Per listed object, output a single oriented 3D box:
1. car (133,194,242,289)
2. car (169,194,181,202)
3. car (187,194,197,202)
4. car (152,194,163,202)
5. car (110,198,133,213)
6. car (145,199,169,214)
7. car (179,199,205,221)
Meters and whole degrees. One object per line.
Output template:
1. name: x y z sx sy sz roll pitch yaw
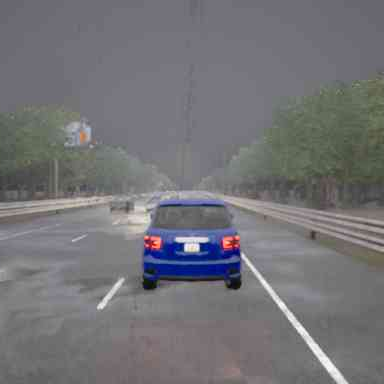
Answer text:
1. car: -0.003 1.164 9.118 2.150 2.045 5.566 0 0 0
2. car: -3.438 1.102 67.619 2.128 1.511 4.902 0 0 0
3. car: 0.061 1.175 67.584 1.994 1.385 4.181 0 0 0
4. car: -6.937 1.140 67.260 1.812 1.442 4.674 0 0 0
5. car: -6.982 1.312 33.740 2.128 1.511 4.902 0 0 0
6. car: -3.487 1.422 33.624 1.895 1.301 4.718 0 0 0
7. car: -0.010 1.361 26.595 1.837 1.490 4.892 0 0 0
